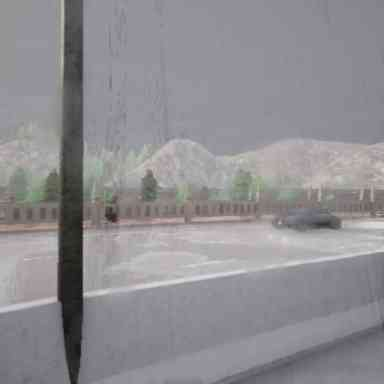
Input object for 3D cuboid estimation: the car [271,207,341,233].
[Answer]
[{"bbox_3d":[6.806,1.579,19.761,4.181,1.385,1.994,0,0,-25],"label":"car"}]
